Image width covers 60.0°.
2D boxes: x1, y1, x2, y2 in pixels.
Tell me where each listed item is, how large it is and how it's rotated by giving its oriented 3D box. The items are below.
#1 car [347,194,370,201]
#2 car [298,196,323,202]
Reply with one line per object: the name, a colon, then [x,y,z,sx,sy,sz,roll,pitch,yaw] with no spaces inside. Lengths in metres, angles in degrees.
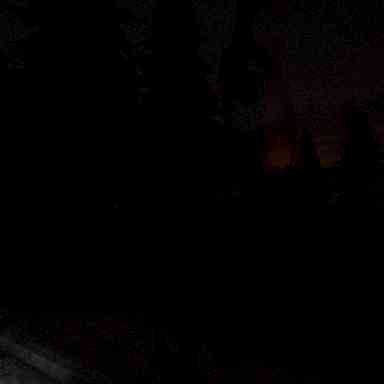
car: [40.467,1.503,80.908,3.633,1.501,1.845,-1,0,35]
car: [25.616,1.607,73.035,4.514,1.523,2.007,-1,0,35]
